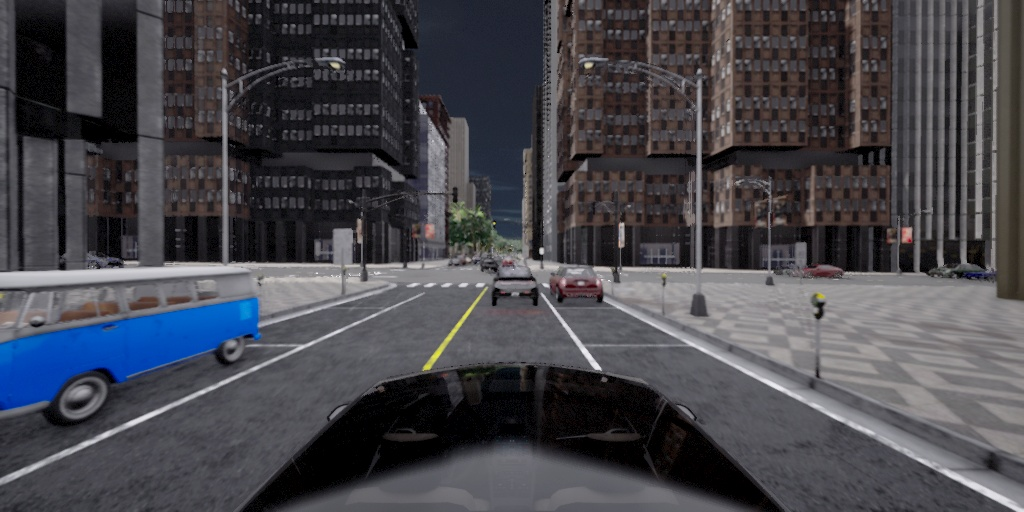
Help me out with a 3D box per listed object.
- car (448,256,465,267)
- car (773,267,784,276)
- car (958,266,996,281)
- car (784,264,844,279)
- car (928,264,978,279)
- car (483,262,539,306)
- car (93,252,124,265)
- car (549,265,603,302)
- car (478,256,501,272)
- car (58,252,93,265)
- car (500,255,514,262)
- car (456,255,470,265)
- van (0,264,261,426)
[{"bbox_3d":[-9.128,1.010,57.580,1.948,1.339,4.313,0,0,0],"label":"car"},{"bbox_3d":[31.419,1.575,39.666,4.181,1.385,1.994,1,0,0],"label":"car"},{"bbox_3d":[49.091,1.963,36.434,4.718,1.301,1.895,1,0,0],"label":"car"},{"bbox_3d":[30.977,1.553,36.419,4.674,1.442,1.812,1,0,0],"label":"car"},{"bbox_3d":[49.137,1.636,39.682,4.553,1.767,2.097,1,0,0],"label":"car"},{"bbox_3d":[0.100,1.164,15.359,2.128,1.511,4.902,0,0,0],"label":"car"},{"bbox_3d":[-38.244,0.414,32.594,4.553,1.767,2.097,1,0,0],"label":"car"},{"bbox_3d":[2.761,1.108,16.240,1.967,1.591,4.097,0,0,0],"label":"car"},{"bbox_3d":[-2.643,1.015,40.887,1.837,1.490,4.892,0,1,-7],"label":"car"},{"bbox_3d":[-38.141,0.564,29.341,5.008,1.535,1.882,1,0,0],"label":"car"},{"bbox_3d":[-0.603,0.884,57.632,1.967,1.591,4.097,0,0,0],"label":"car"},{"bbox_3d":[-9.162,0.741,63.006,2.192,1.841,5.009,0,0,0],"label":"car"},{"bbox_3d":[-5.763,1.070,5.356,1.690,1.789,3.998,0,0,0],"label":"van"}]
